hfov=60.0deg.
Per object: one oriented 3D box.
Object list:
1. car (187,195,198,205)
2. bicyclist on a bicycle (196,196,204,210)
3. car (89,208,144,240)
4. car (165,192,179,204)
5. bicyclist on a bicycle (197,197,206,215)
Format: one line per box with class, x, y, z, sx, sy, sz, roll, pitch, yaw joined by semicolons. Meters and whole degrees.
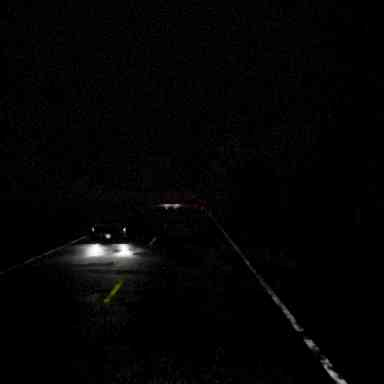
car;0.089;1.414;57.571;1.812;1.442;4.674;0;0;0
bicyclist on a bicycle;0.973;1.356;41.318;0.866;1.612;1.509;0;0;0
car;-3.602;1.513;16.937;2.033;1.411;5.357;0;0;0
car;-3.548;1.106;58.880;2.150;2.045;5.566;0;0;1
bicyclist on a bicycle;0.972;1.374;31.959;0.866;1.612;1.509;0;0;0
